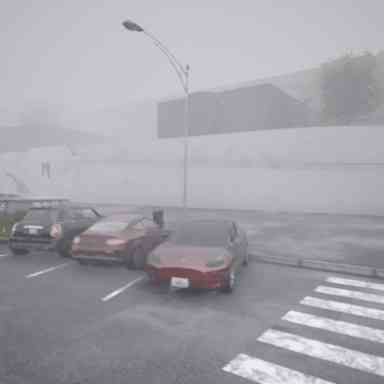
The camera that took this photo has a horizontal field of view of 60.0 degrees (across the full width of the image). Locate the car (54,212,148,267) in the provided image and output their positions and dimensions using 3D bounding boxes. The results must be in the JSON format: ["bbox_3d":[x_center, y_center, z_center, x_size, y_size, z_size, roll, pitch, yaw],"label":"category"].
[{"bbox_3d":[-2.053,1.472,10.940,2.002,1.452,4.674,0,0,15],"label":"car"}]

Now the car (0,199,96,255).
[{"bbox_3d":[-4.485,1.285,12.646,2.185,1.767,4.553,0,0,15],"label":"car"}]

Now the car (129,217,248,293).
[{"bbox_3d":[0.393,1.483,9.170,2.163,1.488,4.792,1,0,15],"label":"car"}]

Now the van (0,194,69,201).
[{"bbox_3d":[-6.875,1.164,14.521,1.878,1.987,4.442,0,0,15],"label":"van"}]
